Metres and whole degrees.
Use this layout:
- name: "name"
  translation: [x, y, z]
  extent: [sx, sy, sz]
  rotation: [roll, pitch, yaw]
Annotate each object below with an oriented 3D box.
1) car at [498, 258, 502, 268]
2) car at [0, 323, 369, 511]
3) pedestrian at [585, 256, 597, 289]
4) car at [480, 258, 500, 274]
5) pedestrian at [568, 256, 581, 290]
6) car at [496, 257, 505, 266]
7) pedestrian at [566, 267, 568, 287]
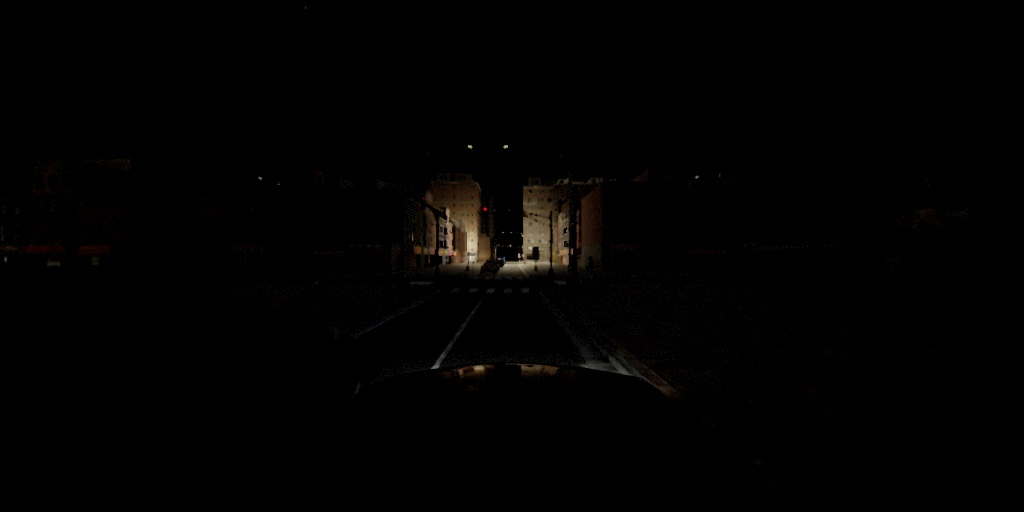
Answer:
- name: "car"
  translation: [-2.635, 1.303, 46.199]
  extent: [1.888, 1.381, 4.507]
  rotation: [0, 0, 0]
- name: "car"
  translation: [-2.637, 1.315, 2.825]
  extent: [1.948, 1.339, 4.313]
  rotation: [0, 0, 0]
- name: "pedestrian"
  translation: [4.342, 0.874, 19.731]
  extent: [0.375, 1.860, 0.375]
  rotation: [0, 0, 0]
- name: "car"
  translation: [-2.635, 1.277, 40.424]
  extent: [1.751, 1.417, 4.829]
  rotation: [0, 0, 0]
- name: "pedestrian"
  translation: [3.343, 0.884, 19.131]
  extent: [0.375, 1.860, 0.375]
  rotation: [0, 0, 0]
- name: "car"
  translation: [-2.634, 1.227, 63.014]
  extent: [1.967, 1.591, 4.097]
  rotation: [0, 0, 0]
- name: "pedestrian"
  translation: [3.412, 0.877, 20.331]
  extent: [0.375, 1.860, 0.375]
  rotation: [0, 0, 0]
